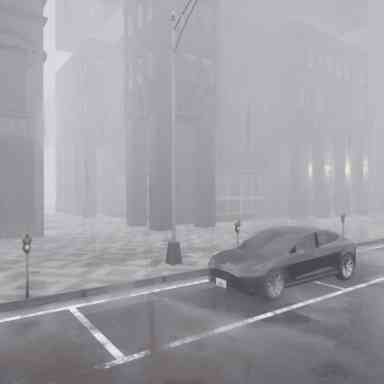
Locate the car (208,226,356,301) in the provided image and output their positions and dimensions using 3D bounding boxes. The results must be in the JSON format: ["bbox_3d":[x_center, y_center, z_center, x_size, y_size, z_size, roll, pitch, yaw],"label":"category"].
[{"bbox_3d":[2.397,1.566,8.345,4.313,1.339,1.947,0,0,-35],"label":"car"}]
